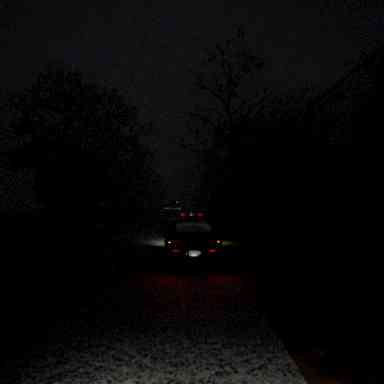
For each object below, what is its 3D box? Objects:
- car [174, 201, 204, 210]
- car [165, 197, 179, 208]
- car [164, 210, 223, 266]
[{"bbox_3d":[-0.028,1.635,25.764,2.033,1.411,5.357,0,0,0],"label":"car"},{"bbox_3d":[-3.060,1.535,52.479,2.097,1.767,4.553,0,0,0],"label":"car"},{"bbox_3d":[0.011,1.565,11.643,1.812,1.442,4.674,0,0,-1],"label":"car"}]
